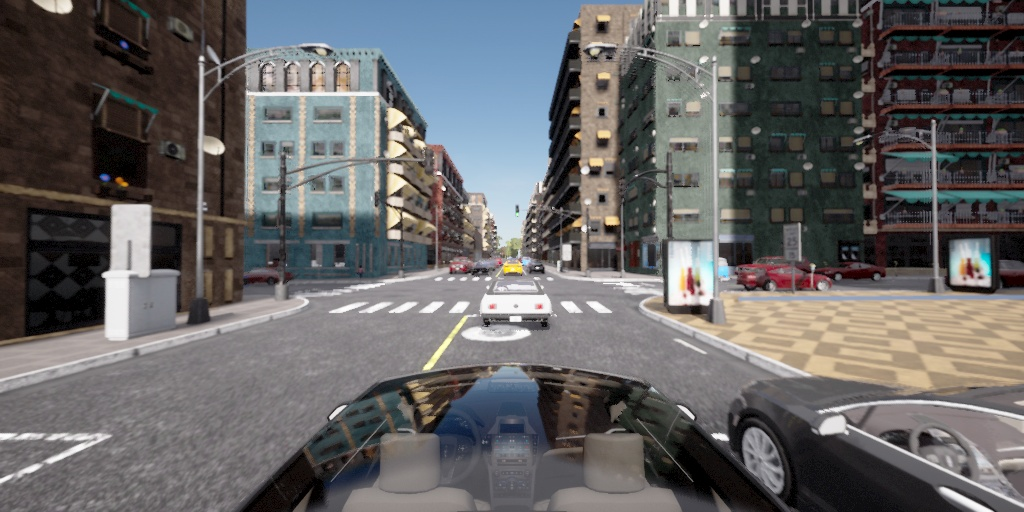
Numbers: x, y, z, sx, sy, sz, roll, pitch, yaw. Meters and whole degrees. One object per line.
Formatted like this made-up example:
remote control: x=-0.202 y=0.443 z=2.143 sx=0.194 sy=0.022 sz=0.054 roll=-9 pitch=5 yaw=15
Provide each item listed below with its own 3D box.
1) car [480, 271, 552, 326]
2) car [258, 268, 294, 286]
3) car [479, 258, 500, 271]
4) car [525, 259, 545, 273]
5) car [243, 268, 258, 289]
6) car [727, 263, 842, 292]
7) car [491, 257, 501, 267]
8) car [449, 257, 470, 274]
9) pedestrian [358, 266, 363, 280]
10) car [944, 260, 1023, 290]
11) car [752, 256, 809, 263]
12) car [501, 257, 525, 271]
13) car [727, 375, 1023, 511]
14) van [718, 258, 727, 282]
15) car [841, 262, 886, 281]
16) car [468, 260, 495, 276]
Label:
car: x=0.101 y=1.344 z=11.538 sx=1.895 sy=1.301 sz=4.718 roll=0 pitch=0 yaw=0
car: x=-18.620 y=1.513 z=26.817 sx=4.207 sy=1.307 sz=1.802 roll=0 pitch=0 yaw=0
car: x=-3.080 y=1.267 z=47.165 sx=2.033 sy=1.411 sz=5.357 roll=0 pitch=0 yaw=0
car: x=2.694 y=1.290 z=39.768 sx=1.948 sy=1.339 sz=4.313 roll=0 pitch=0 yaw=0
car: x=-18.230 y=1.326 z=21.033 sx=5.008 sy=1.535 sz=1.882 roll=0 pitch=-1 yaw=0
car: x=13.709 y=1.141 z=18.201 sx=4.207 sy=1.307 sz=1.802 roll=0 pitch=0 yaw=0
car: x=-3.006 y=1.240 z=57.087 sx=1.812 sy=1.442 sz=4.674 roll=0 pitch=0 yaw=0
car: x=-5.687 y=1.039 z=39.809 sx=2.192 sy=1.841 sz=5.009 roll=0 pitch=0 yaw=0
pedestrian: x=-12.527 y=1.064 z=29.733 sx=0.375 sy=1.860 sz=0.375 roll=0 pitch=0 yaw=0
car: x=24.765 y=0.914 z=18.121 sx=4.097 sy=1.591 sz=1.967 roll=0 pitch=0 yaw=0
car: x=19.300 y=0.947 z=26.542 sx=5.009 sy=1.841 sz=2.192 roll=0 pitch=0 yaw=0
car: x=0.101 y=1.203 z=37.842 sx=1.882 sy=1.535 sz=5.008 roll=0 pitch=0 yaw=0
car: x=2.821 y=1.300 z=1.576 sx=2.007 sy=1.370 sz=4.403 roll=0 pitch=0 yaw=0
van: x=13.772 y=1.015 z=26.582 sx=3.998 sy=1.789 sz=1.690 roll=0 pitch=0 yaw=0
car: x=24.827 y=1.135 z=26.501 sx=4.507 sy=1.381 sz=1.888 roll=0 pitch=0 yaw=0
car: x=-3.114 y=1.327 z=37.472 sx=1.895 sy=1.301 sz=4.718 roll=0 pitch=0 yaw=1
